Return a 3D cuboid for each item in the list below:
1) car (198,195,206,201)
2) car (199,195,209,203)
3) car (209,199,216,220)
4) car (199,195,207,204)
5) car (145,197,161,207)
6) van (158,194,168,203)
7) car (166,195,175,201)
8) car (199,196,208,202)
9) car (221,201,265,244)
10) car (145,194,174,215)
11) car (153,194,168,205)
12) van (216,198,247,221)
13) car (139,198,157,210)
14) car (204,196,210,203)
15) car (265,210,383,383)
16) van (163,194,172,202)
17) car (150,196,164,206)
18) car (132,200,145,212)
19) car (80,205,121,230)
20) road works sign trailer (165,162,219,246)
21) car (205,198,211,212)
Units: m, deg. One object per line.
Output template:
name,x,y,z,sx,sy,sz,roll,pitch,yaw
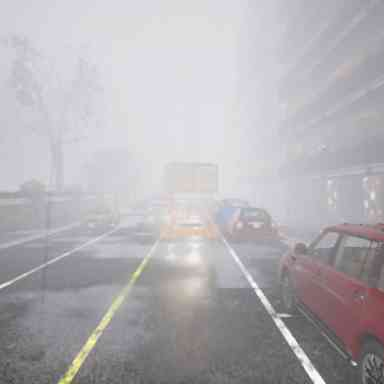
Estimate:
car,2.635,1.559,88.934,1.947,1.339,4.313,0,0,0
car,2.646,1.420,72.043,1.967,1.590,4.097,0,0,0
car,2.674,1.545,27.001,1.947,1.339,4.313,0,0,0
car,2.653,1.553,60.781,1.802,1.307,4.206,0,0,0
car,-5.720,1.509,49.517,1.887,1.381,4.507,0,0,0
van,-5.731,1.316,66.407,1.690,1.788,3.998,0,0,0
car,-5.745,1.559,88.929,1.947,1.339,4.313,0,0,0
car,2.643,1.566,77.673,1.802,1.307,4.206,0,0,0
car,2.681,1.427,15.740,1.967,1.590,4.097,0,0,0
car,-3.118,1.192,34.044,2.150,2.045,5.566,0,0,0
car,-5.728,1.286,60.776,2.192,1.841,5.009,0,0,0
van,2.678,1.324,21.371,1.690,1.788,3.998,0,0,0
car,-5.717,1.548,43.889,1.802,1.307,4.206,0,0,0
car,2.668,1.516,38.263,1.887,1.381,4.507,0,0,0
car,2.688,1.311,4.479,2.192,1.841,5.009,0,0,0
van,-5.738,1.324,77.668,1.690,1.788,3.998,0,0,0
car,-5.723,1.407,55.145,1.967,1.590,4.097,0,0,0
car,-5.713,1.536,38.258,1.947,1.339,4.313,0,0,0
car,-5.702,1.508,21.196,1.752,1.417,4.829,0,0,0
road works sign trailer,-0.010,0.452,15.188,2.380,3.560,2.880,0,0,0
car,2.671,1.526,32.632,2.008,1.369,4.403,0,0,0
